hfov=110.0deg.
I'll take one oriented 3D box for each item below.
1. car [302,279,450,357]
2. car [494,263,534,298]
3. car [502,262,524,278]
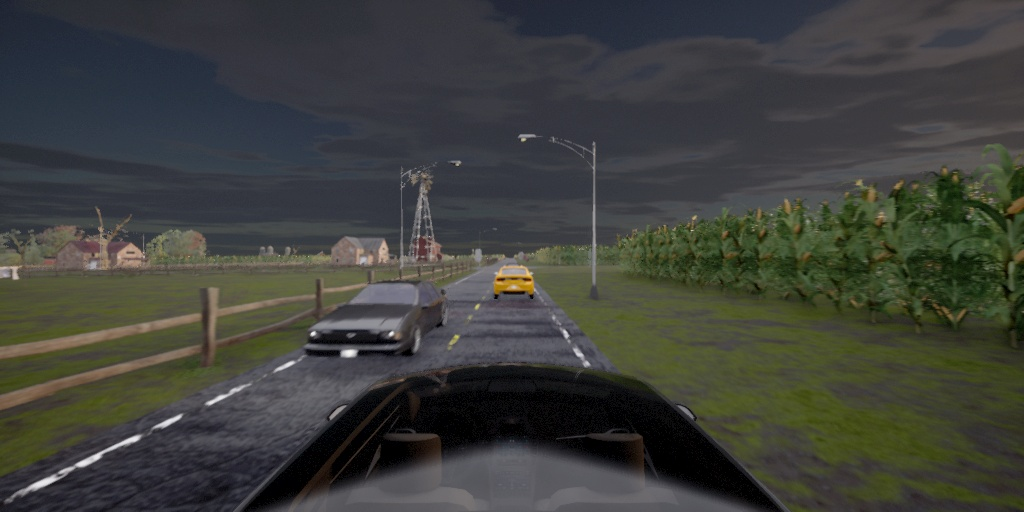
[{"bbox_3d":[-2.814,1.307,8.890,2.033,1.411,5.357,0,0,0],"label":"car"},{"bbox_3d":[0.095,1.249,18.596,1.882,1.535,5.008,0,0,0],"label":"car"},{"bbox_3d":[0.100,1.356,35.850,1.994,1.385,4.181,0,0,0],"label":"car"}]
